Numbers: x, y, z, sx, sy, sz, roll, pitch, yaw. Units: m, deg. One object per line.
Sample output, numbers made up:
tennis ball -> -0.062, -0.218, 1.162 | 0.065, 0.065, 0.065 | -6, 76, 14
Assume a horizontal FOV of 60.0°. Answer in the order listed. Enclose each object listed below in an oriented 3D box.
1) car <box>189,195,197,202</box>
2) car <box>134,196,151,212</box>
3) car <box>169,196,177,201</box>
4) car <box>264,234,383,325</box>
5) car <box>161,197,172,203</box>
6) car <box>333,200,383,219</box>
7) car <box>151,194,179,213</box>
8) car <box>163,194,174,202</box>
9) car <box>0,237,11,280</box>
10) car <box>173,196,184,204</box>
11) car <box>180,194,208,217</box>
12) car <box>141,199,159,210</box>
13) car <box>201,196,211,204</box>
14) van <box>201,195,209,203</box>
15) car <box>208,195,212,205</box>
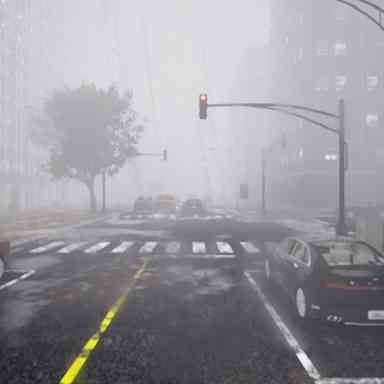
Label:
car -> 0.189, 1.478, 79.158 | 1.837, 1.490, 4.892 | 0, 0, 0
car -> -5.599, 1.364, 39.428 | 2.192, 1.841, 5.009 | 0, 0, 0
car -> -5.466, 1.721, 94.656 | 2.008, 1.369, 4.403 | 0, 0, 0
car -> 2.704, 1.556, 7.019 | 2.008, 1.369, 4.403 | 0, 0, 0
car -> -5.520, 1.678, 72.565 | 1.947, 1.339, 4.313 | 0, 0, 0
car -> 13.487, 1.369, 26.399 | 4.403, 1.369, 2.008 | -1, 1, 0
car -> -3.009, 1.268, 38.170 | 2.150, 2.045, 5.566 | 0, 0, 0
car -> -5.507, 1.440, 78.087 | 2.192, 1.841, 5.009 | 0, 0, 0
car -> -5.676, 1.550, 7.040 | 1.887, 1.381, 4.507 | 0, 0, 0
car -> -2.835, 1.639, 69.539 | 2.033, 1.411, 5.357 | 0, 0, 0
car -> 0.174, 1.388, 31.717 | 2.097, 1.767, 4.553 | 0, 0, 0
car -> -5.586, 1.624, 44.951 | 1.947, 1.339, 4.313 | 0, 0, 0
car -> 2.849, 1.625, 67.191 | 1.752, 1.417, 4.829 | 0, 0, 0
van -> 2.861, 1.453, 72.545 | 1.690, 1.788, 3.998 | 0, 0, 0
car -> 2.835, 1.654, 61.498 | 1.947, 1.339, 4.313 | 0, 0, 0
